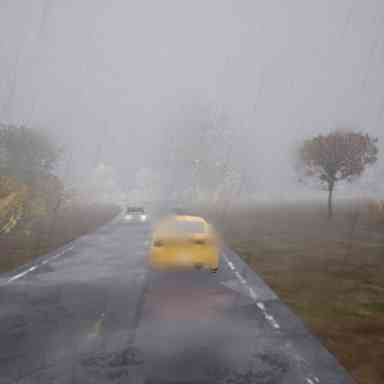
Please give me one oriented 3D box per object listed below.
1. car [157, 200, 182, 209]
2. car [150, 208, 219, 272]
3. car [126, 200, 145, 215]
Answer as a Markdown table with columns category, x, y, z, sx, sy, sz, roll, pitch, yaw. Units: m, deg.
| category | x | y | z | sx | sy | sz | roll | pitch | yaw |
| --- | --- | --- | --- | --- | --- | --- | --- | --- | --- |
| car | -2.082 | 1.489 | 30.664 | 2.097 | 1.767 | 4.553 | 0 | 0 | -7 |
| car | -0.284 | 1.521 | 10.965 | 1.882 | 1.535 | 5.008 | 0 | 0 | -3 |
| car | -6.260 | 1.654 | 37.188 | 1.882 | 1.535 | 5.008 | 0 | 0 | -9 |
